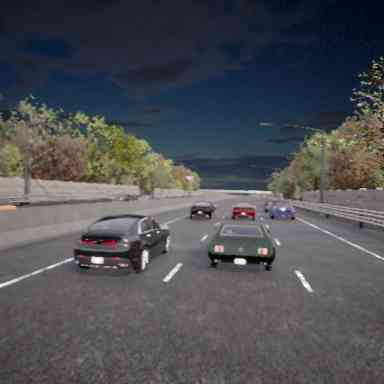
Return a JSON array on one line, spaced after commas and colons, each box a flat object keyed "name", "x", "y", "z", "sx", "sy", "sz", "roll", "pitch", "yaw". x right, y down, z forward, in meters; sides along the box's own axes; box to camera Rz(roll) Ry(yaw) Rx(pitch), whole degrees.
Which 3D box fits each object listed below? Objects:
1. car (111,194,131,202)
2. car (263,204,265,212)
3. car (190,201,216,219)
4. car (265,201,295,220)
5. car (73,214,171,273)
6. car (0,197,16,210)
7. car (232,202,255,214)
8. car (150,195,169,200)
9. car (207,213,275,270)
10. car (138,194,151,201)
[{"name": "car", "x": -12.292, "y": 1.076, "z": 57.951, "sx": 2.097, "sy": 1.767, "sz": 4.553, "roll": 2, "pitch": 0, "yaw": 10}, {"name": "car", "x": 9.960, "y": 1.860, "z": 41.695, "sx": 2.033, "sy": 1.411, "sz": 5.357, "roll": 2, "pitch": 0, "yaw": 9}, {"name": "car", "x": 1.058, "y": 1.530, "z": 29.636, "sx": 1.882, "sy": 1.535, "sz": 5.008, "roll": 2, "pitch": 0, "yaw": 9}, {"name": "car", "x": 8.417, "y": 1.609, "z": 31.492, "sx": 2.097, "sy": 1.767, "sz": 4.553, "roll": 2, "pitch": 0, "yaw": 9}, {"name": "car", "x": -1.963, "y": 1.458, "z": 10.644, "sx": 1.837, "sy": 1.490, "sz": 4.892, "roll": 2, "pitch": 0, "yaw": 9}, {"name": "car", "x": -11.632, "y": 1.044, "z": 17.898, "sx": 2.097, "sy": 1.767, "sz": 4.553, "roll": 2, "pitch": 0, "yaw": 9}, {"name": "car", "x": 4.604, "y": 1.628, "z": 29.656, "sx": 1.882, "sy": 1.535, "sz": 5.008, "roll": 2, "pitch": 0, "yaw": 9}, {"name": "car", "x": -5.153, "y": 1.471, "z": 58.319, "sx": 2.033, "sy": 1.411, "sz": 5.357, "roll": 2, "pitch": 0, "yaw": 10}, {"name": "car", "x": 1.704, "y": 1.657, "z": 11.441, "sx": 1.895, "sy": 1.301, "sz": 4.718, "roll": 2, "pitch": 0, "yaw": 9}, {"name": "car", "x": -8.310, "y": 1.193, "z": 60.669, "sx": 2.097, "sy": 1.767, "sz": 4.553, "roll": 2, "pitch": 0, "yaw": 10}]
